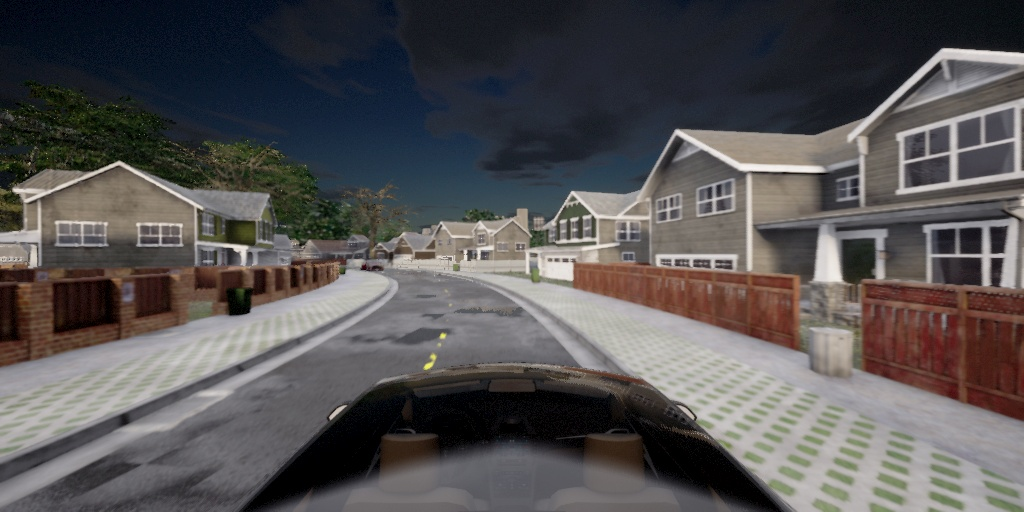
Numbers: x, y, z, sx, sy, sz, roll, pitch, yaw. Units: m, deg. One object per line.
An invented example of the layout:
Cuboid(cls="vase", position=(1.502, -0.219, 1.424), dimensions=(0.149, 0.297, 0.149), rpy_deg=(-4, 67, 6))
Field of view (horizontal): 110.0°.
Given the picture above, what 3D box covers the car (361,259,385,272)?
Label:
Cuboid(cls="car", position=(-18.902, 1.200, 48.643), dimensions=(2.097, 1.767, 4.553), rpy_deg=(-1, 0, -36))
